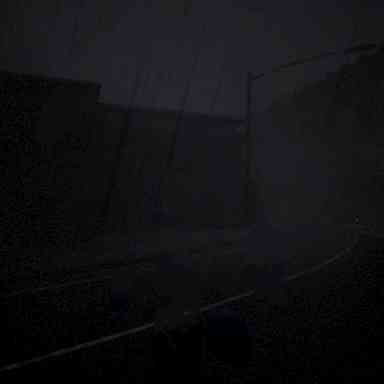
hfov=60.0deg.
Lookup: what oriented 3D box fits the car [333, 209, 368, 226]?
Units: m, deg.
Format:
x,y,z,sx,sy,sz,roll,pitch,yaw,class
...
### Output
x,y,z,sx,sy,sz,roll,pitch,yaw,class
14.490,2.308,30.605,1.994,1.385,4.181,1,-2,8,car
